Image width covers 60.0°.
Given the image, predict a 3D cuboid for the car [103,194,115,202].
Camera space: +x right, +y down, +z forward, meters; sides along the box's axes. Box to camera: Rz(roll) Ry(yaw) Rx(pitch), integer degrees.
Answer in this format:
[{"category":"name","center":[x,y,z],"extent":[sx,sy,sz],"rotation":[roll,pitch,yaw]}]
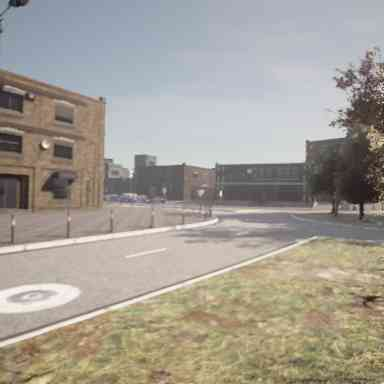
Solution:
[{"category":"car","center":[-18.231,1.258,75.051],"extent":[2.185,1.767,4.553],"rotation":[2,0,33]}]

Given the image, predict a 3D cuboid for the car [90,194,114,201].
[{"category":"car","center":[-20.688,1.310,76.603],"extent":[2.097,1.535,5.008],"rotation":[2,0,33]}]

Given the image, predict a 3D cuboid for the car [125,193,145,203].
[{"category":"car","center":[-11.238,1.449,70.502],"extent":[2.185,1.767,4.553],"rotation":[1,-1,33]}]

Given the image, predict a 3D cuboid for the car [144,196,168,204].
[{"category":"car","center":[-6.720,1.708,67.487],"extent":[2.163,1.488,4.792],"rotation":[1,-1,33]}]

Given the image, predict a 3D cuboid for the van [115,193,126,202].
[{"category":"van","center":[-13.753,1.285,71.964],"extent":[1.878,1.987,4.442],"rotation":[2,0,33]}]
